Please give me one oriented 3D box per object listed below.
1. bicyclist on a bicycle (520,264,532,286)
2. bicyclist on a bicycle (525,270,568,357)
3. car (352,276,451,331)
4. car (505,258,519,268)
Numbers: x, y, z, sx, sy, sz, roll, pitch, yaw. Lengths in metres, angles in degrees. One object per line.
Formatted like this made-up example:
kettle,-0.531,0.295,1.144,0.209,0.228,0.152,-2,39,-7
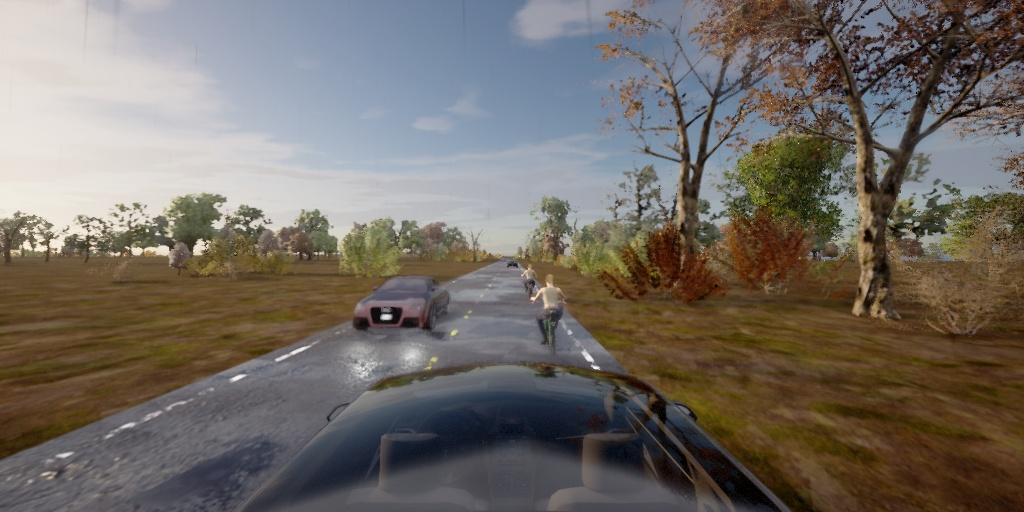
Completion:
bicyclist on a bicycle,0.826,1.188,16.794,0.866,1.612,1.509,0,0,0
bicyclist on a bicycle,0.800,1.185,7.589,0.866,1.612,1.509,-1,0,0
car,-3.102,1.315,10.843,1.994,1.385,4.181,0,0,0
car,0.092,1.266,62.407,1.837,1.490,4.892,0,0,0
